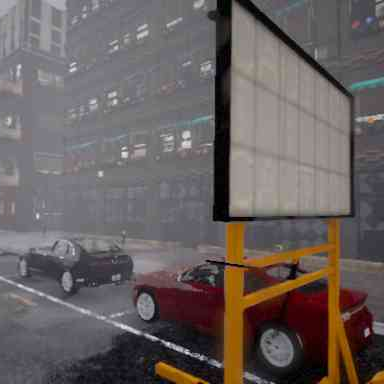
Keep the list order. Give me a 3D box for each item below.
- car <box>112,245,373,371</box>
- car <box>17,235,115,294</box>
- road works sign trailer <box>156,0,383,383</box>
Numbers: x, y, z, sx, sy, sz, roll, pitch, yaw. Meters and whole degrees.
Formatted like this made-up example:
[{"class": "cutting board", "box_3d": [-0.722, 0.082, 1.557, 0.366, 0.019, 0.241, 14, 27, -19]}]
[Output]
[{"class": "car", "box_3d": [0.749, 1.857, 6.114, 4.507, 1.381, 1.887, -1, -4, 41]}, {"class": "car", "box_3d": [-3.556, 1.956, 9.803, 4.403, 1.369, 2.008, -1, -4, 41]}, {"class": "road works sign trailer", "box_3d": [0.732, 0.622, 2.815, 2.880, 3.560, 2.380, -1, -4, 41]}]
